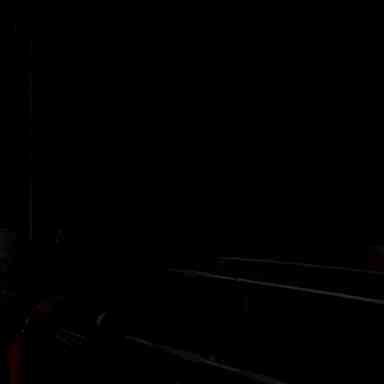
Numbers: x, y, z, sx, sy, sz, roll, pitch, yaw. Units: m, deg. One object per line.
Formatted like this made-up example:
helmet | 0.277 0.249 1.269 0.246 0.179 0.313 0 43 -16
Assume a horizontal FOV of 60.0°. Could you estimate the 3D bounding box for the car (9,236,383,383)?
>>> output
car | 0.606 1.317 2.642 5.009 1.841 2.192 0 0 35
